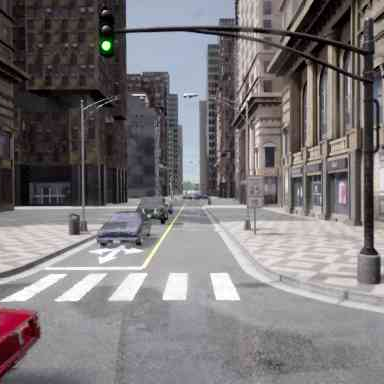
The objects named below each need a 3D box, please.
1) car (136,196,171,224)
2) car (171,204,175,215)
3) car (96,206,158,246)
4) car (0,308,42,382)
[{"bbox_3d":[-3.085,1.368,26.458,2.150,2.045,5.566,0,0,0],"label":"car"},{"bbox_3d":[-3.060,1.712,36.789,1.812,1.442,4.674,0,0,0],"label":"car"},{"bbox_3d":[-3.096,1.656,16.239,2.033,1.411,5.357,0,0,0],"label":"car"},{"bbox_3d":[-4.097,1.576,2.994,4.718,1.301,1.895,0,1,0],"label":"car"}]
